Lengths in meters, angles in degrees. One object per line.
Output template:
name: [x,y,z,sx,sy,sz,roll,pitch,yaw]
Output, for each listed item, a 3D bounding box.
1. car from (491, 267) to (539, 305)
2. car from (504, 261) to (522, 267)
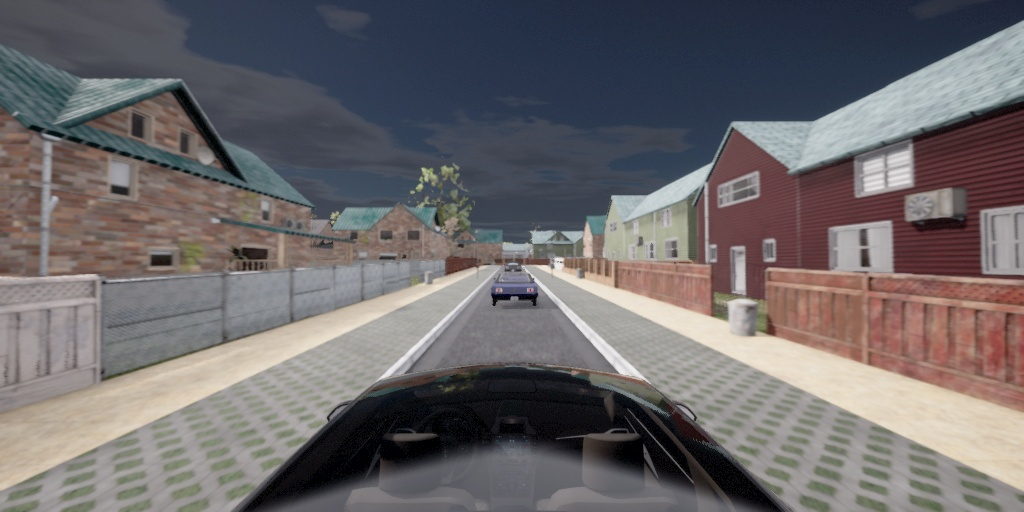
car: [0.101,1.354,15.999,1.895,1.301,4.718,0,0,0]
car: [0.102,1.275,38.284,1.812,1.442,4.674,0,0,0]
